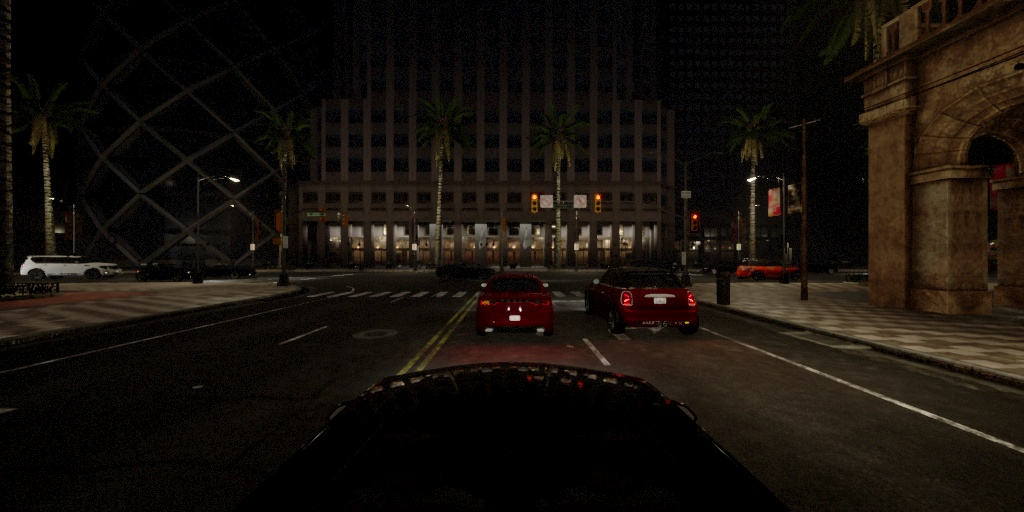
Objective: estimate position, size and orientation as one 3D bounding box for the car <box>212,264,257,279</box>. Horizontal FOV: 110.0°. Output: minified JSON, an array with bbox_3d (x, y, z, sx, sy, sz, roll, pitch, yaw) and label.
[{"bbox_3d":[-25.727,1.351,32.062,4.718,1.301,1.895,0,0,-3],"label":"car"}]

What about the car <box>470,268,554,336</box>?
[{"bbox_3d":[0.080,1.228,10.433,1.882,1.535,5.008,0,0,0],"label":"car"}]

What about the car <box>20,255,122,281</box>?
[{"bbox_3d":[-36.811,0.971,30.079,5.566,2.045,2.150,0,0,-22],"label":"car"}]

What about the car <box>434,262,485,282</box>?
[{"bbox_3d":[-3.724,1.241,28.734,4.902,1.511,2.128,0,0,0],"label":"car"}]

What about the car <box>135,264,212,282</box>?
[{"bbox_3d":[-27.013,1.314,28.463,4.181,1.385,1.994,0,0,-4],"label":"car"}]

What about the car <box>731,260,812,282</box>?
[{"bbox_3d":[20.618,1.102,28.666,4.553,1.767,2.097,0,0,0],"label":"car"}]

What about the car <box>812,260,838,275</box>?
[{"bbox_3d":[32.777,1.228,39.327,5.008,1.535,1.882,0,0,0],"label":"car"}]

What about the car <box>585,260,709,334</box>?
[{"bbox_3d":[3.582,1.102,10.774,2.097,1.767,4.553,0,0,0],"label":"car"}]

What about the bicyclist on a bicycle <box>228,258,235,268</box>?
[{"bbox_3d":[-35.750,1.050,45.689,0.582,1.620,1.656,0,0,-12],"label":"bicyclist on a bicycle"}]

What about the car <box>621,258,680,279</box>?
[{"bbox_3d":[12.360,1.102,32.190,4.553,1.767,2.097,0,0,0],"label":"car"}]

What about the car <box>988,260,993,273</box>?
[{"bbox_3d":[38.774,1.297,32.110,5.357,1.411,2.033,0,0,0],"label":"car"}]

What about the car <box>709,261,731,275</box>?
[{"bbox_3d":[23.170,1.255,39.359,4.892,1.490,1.837,0,0,0],"label":"car"}]
